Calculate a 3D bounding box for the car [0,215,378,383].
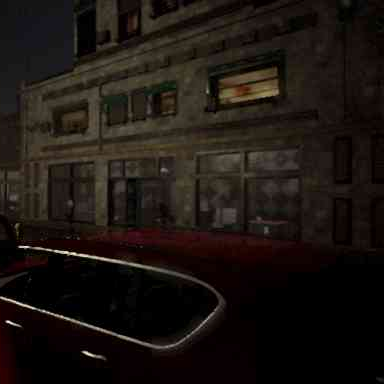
[{"bbox_3d":[-0.844,1.299,3.481,5.009,1.841,2.192,0,0,36],"label":"car"}]
